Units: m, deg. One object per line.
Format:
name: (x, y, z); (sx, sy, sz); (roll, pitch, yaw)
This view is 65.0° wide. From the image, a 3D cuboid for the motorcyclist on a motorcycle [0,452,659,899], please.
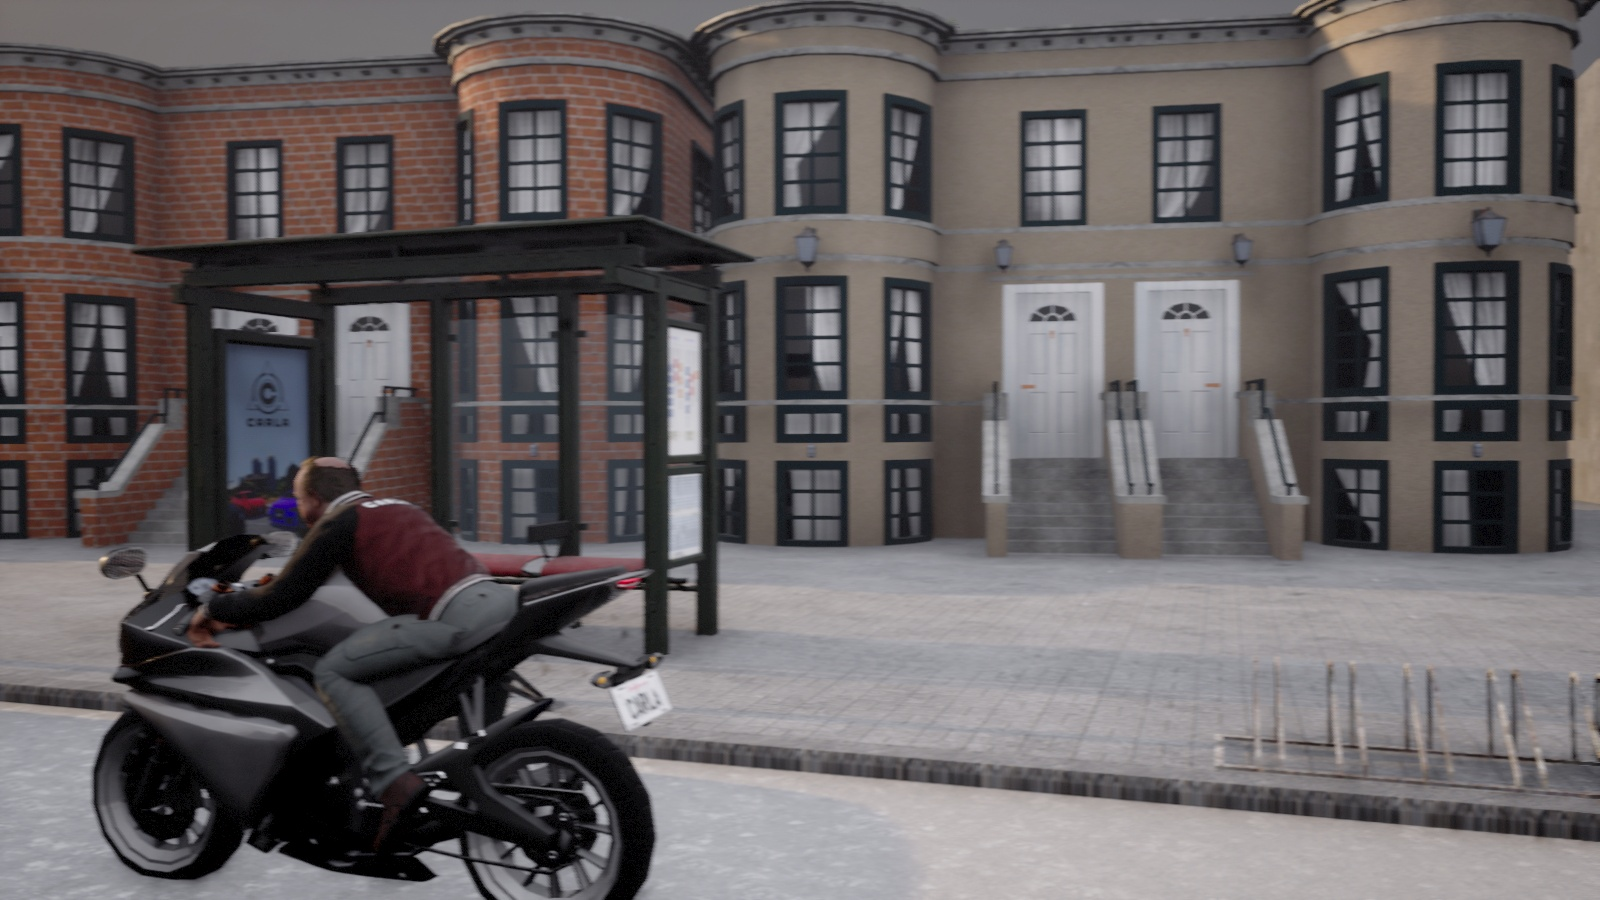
motorcyclist on a motorcycle: (-1.666, 0.787, 4.281); (2.191, 1.530, 0.866); (1, 1, 19)
